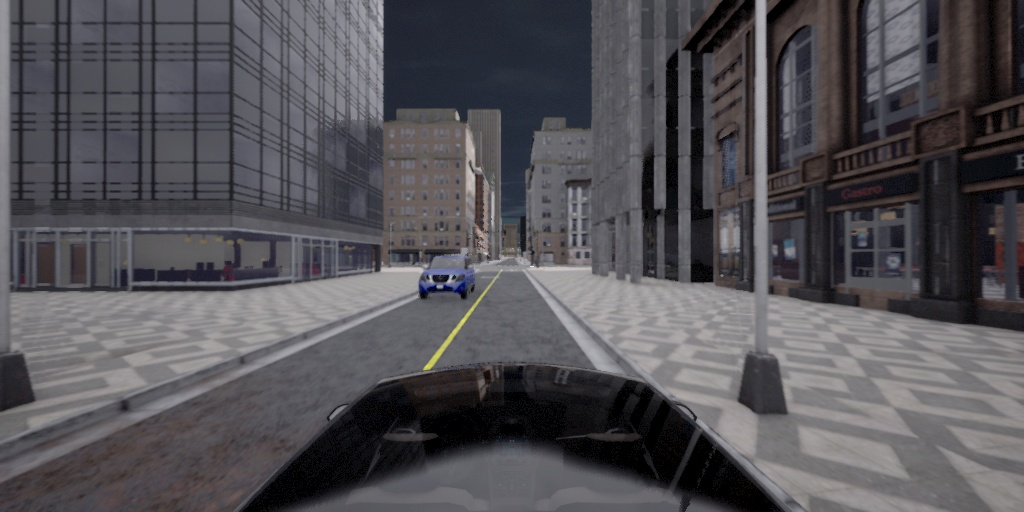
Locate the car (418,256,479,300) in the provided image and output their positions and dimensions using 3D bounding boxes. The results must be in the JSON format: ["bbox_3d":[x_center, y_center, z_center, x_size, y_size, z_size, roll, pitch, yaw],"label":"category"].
[{"bbox_3d":[-3.098,0.984,18.194,2.150,2.045,5.566,0,0,0],"label":"car"}]
